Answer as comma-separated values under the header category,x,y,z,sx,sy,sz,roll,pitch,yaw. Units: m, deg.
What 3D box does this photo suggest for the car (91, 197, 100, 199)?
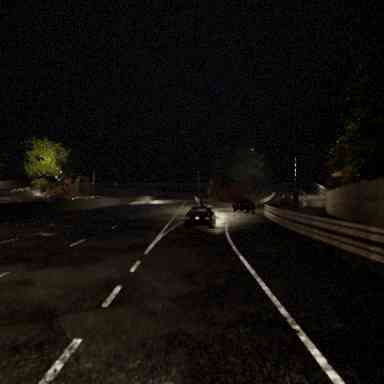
category,x,y,z,sx,sy,sz,roll,pitch,yaw
car,-24.512,2.027,84.704,1.812,1.442,4.674,0,0,0

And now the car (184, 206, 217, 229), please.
category,x,y,z,sx,sy,sz,roll,pitch,yaw
car,0.658,1.680,23.067,2.033,1.411,5.357,0,0,7

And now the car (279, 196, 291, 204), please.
category,x,y,z,sx,sy,sz,roll,pitch,yaw
car,22.813,2.264,82.479,1.882,1.535,5.008,0,2,20

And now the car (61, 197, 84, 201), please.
category,x,y,z,sx,sy,sz,roll,pitch,yaw
car,-24.510,1.990,68.425,1.895,1.301,4.718,0,0,0

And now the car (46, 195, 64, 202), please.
category,x,y,z,sx,sy,sz,roll,pitch,yaw
car,-28.010,1.620,68.426,2.150,2.045,5.566,0,0,0

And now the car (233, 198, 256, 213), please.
category,x,y,z,sx,sy,sz,roll,pitch,yaw
car,7.732,1.971,48.737,2.150,2.045,5.566,0,-2,24

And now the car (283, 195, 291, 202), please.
category,x,y,z,sx,sy,sz,roll,pitch,yaw
car,26.307,1.766,91.958,1.812,1.442,4.674,0,3,19

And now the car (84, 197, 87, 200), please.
category,x,y,z,sx,sy,sz,roll,pitch,yaw
car,-28.012,2.055,84.703,1.994,1.385,4.181,0,0,0
